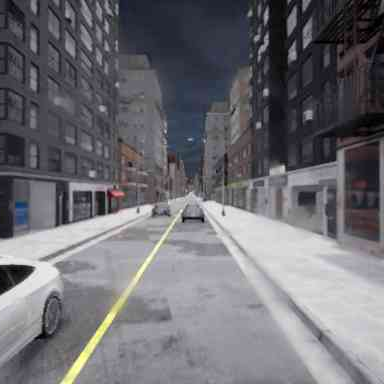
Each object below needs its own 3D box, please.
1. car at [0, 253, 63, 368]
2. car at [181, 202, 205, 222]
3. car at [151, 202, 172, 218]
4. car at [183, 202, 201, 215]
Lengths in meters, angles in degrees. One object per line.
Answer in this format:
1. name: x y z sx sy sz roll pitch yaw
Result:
1. car: -3.100 1.562 3.968 1.812 1.442 4.674 0 -1 0
2. car: 0.091 1.824 29.076 1.994 1.385 4.181 0 0 0
3. car: -3.097 1.810 34.351 1.837 1.490 4.892 0 0 0
4. car: 0.058 1.898 39.517 2.033 1.411 5.357 0 0 1
